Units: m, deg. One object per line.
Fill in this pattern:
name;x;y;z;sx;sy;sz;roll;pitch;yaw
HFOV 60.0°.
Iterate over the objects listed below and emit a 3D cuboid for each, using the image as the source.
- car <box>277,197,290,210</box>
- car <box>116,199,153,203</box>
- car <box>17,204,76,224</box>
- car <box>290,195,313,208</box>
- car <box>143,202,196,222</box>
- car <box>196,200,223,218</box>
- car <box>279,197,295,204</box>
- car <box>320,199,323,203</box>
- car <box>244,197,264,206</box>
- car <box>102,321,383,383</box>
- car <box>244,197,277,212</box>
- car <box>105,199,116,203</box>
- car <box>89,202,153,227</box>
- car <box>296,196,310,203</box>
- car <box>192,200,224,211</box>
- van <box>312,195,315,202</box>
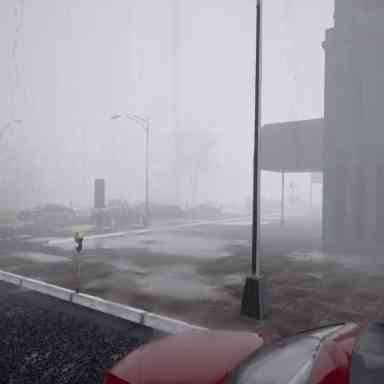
car;11.726;1.718;47.026;1.967;1.590;4.097;1;0;36
car;-4.861;1.638;34.262;2.033;1.411;5.357;1;0;36
car;-11.123;1.605;25.712;1.994;1.385;4.181;1;0;36
car;18.244;1.771;56.011;1.967;1.590;4.097;1;0;36
car;-1.960;1.735;28.211;1.947;1.339;4.313;1;0;36
car;1.278;1.776;32.632;1.802;1.307;4.206;1;0;36
car;21.323;1.847;74.396;1.947;1.339;4.313;1;0;36
car;28.184;1.939;69.583;1.752;1.417;4.829;1;0;36
car;11.382;1.725;60.825;1.752;1.417;4.829;1;0;36
car;1.124;1.582;2.059;4.206;1.307;1.802;0;1;35
car;8.474;1.567;42.528;2.192;1.841;5.009;1;0;36
car;-8.301;1.479;34.169;1.967;1.590;4.097;1;0;36
car;-5.199;1.694;23.789;2.008;1.369;4.403;1;0;36
car;27.782;1.860;83.216;1.752;1.417;4.829;1;0;36
car;2.119;1.748;43.770;1.895;1.301;4.718;1;0;36
van;31.165;1.705;87.831;1.690;1.788;3.998;1;0;36
